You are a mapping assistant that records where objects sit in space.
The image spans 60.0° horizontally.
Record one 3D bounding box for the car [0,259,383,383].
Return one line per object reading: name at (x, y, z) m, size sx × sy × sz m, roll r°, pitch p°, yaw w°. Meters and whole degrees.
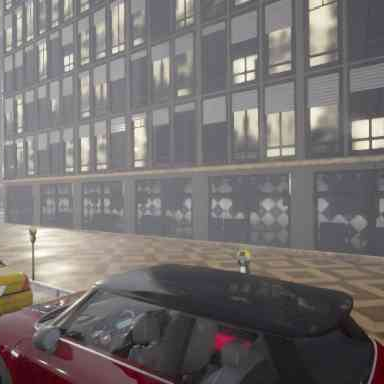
car at (-0.350, 1.441, 3.143) m, size 4.097 × 1.590 × 1.967 m, roll 0°, pitch -1°, yaw 35°
